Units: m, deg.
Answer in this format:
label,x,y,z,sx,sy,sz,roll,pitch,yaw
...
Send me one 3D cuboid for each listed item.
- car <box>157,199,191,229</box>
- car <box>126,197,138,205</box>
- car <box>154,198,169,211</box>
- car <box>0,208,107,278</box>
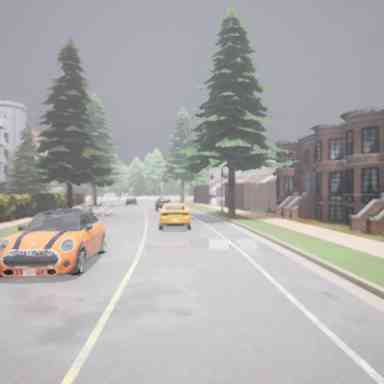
label,x,y,z,sx,sy,sz,roll,pitch,yaw
car,-1.142,1.451,21.353,1.882,1.535,5.008,0,0,-5
car,-10.054,1.542,55.378,1.895,1.301,4.718,0,0,-12
car,-3.415,1.443,39.532,2.128,1.511,4.902,0,0,-9
car,-4.046,1.344,10.254,2.097,1.767,4.553,0,0,-3
